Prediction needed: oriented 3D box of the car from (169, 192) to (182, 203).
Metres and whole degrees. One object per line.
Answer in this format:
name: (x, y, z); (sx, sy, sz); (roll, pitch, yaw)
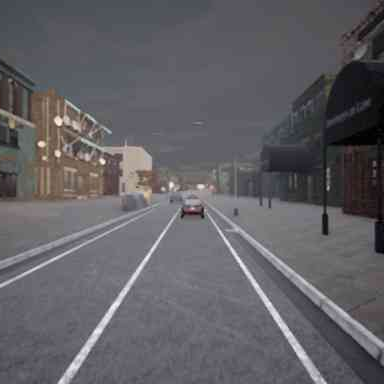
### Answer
car: (-2.976, 1.040, 62.453); (2.150, 2.045, 5.566); (0, -1, 0)

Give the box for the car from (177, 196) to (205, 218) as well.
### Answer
car: (0.069, 1.364, 28.977); (2.163, 1.488, 4.792); (0, 0, 1)
